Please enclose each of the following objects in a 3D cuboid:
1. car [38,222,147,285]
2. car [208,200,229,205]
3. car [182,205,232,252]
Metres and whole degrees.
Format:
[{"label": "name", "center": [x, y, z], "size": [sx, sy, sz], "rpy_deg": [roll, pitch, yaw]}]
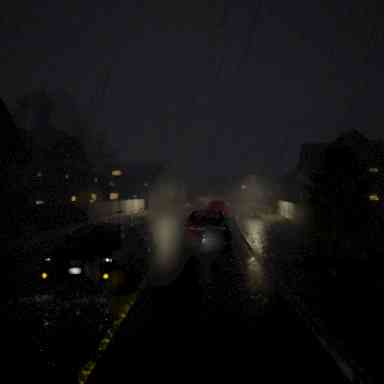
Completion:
[{"label": "car", "center": [-2.544, 1.582, 9.472], "size": [1.994, 1.385, 4.181], "rpy_deg": [0, 0, 3]}, {"label": "car", "center": [2.556, 1.546, 32.510], "size": [1.882, 1.535, 5.008], "rpy_deg": [0, 0, 8]}, {"label": "car", "center": [0.650, 1.515, 14.093], "size": [2.128, 1.511, 4.902], "rpy_deg": [0, 0, 3]}]
